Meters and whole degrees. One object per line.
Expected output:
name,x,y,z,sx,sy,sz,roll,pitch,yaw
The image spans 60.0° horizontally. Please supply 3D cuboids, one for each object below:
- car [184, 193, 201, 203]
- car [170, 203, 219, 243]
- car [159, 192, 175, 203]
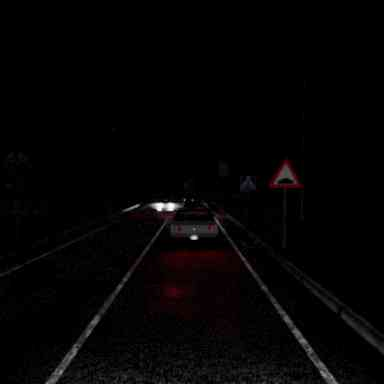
car,0.057,0.819,36.152,2.033,1.411,5.357,0,1,0
car,0.083,1.376,14.693,1.895,1.301,4.718,0,1,0
car,-3.308,0.672,44.191,1.895,1.301,4.718,0,1,0
